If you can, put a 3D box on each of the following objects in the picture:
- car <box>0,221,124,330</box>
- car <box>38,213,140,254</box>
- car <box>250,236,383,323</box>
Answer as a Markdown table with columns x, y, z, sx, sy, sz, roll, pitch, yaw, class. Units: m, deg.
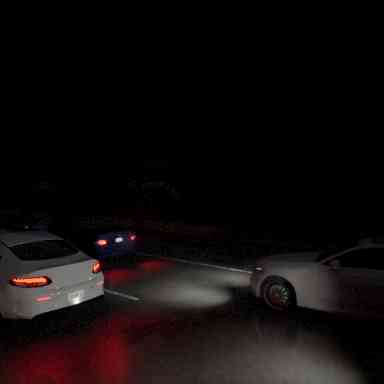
| x | y | z | sx | sy | sz | roll | pitch | yaw | class |
| --- | --- | --- | --- | --- | --- | --- | --- | --- | --- |
| -3.720 | 1.455 | 6.676 | 4.674 | 1.442 | 1.812 | 1 | 1 | 36 | car |
| -4.196 | 1.429 | 11.335 | 5.357 | 1.411 | 2.033 | 1 | 1 | 36 | car |
| 3.332 | 1.525 | 5.915 | 4.674 | 1.442 | 1.812 | 0 | 0 | 36 | car |
